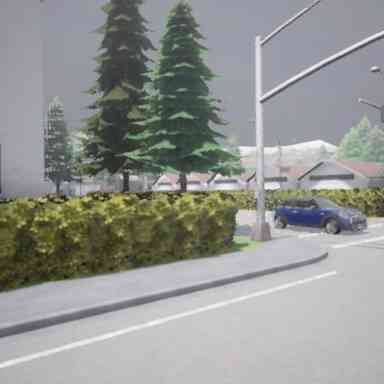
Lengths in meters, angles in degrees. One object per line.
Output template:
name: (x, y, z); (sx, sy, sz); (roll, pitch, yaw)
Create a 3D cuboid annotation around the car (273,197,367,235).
car: (6.444, 1.058, 17.118); (2.097, 1.767, 4.553); (-1, 0, -36)
